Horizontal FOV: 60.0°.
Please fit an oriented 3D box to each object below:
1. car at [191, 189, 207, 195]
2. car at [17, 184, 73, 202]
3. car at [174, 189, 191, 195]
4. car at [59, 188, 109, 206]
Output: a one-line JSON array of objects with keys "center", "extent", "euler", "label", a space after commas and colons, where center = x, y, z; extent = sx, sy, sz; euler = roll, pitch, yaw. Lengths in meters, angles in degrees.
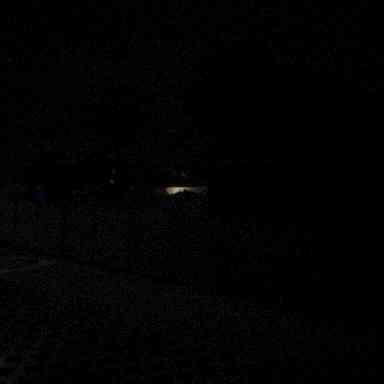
[{"center": [2.286, 0.268, 51.868], "extent": [1.837, 1.490, 4.892], "euler": [2, 1, 32], "label": "car"}, {"center": [-13.949, 0.247, 32.178], "extent": [2.150, 2.045, 5.566], "euler": [2, 1, 32], "label": "car"}, {"center": [-1.123, 0.275, 52.561], "extent": [1.994, 1.385, 4.181], "euler": [2, 2, 33], "label": "car"}, {"center": [-10.037, 0.604, 32.315], "extent": [1.812, 1.442, 4.674], "euler": [2, 1, 32], "label": "car"}]
